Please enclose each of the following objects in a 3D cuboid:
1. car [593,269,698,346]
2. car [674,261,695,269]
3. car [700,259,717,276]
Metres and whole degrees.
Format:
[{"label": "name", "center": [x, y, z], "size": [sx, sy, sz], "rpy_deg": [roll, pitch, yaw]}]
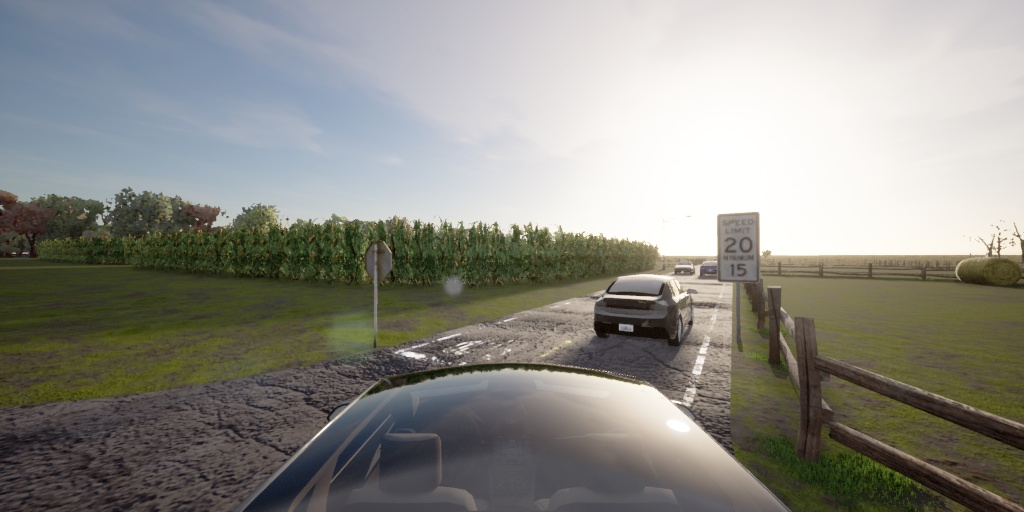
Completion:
[{"label": "car", "center": [3.659, 1.257, 9.571], "size": [1.837, 1.490, 4.892], "rpy_deg": [0, 0, 32]}, {"label": "car", "center": [19.808, 1.323, 40.971], "size": [2.033, 1.411, 5.357], "rpy_deg": [0, 0, 32]}, {"label": "car", "center": [20.173, 1.237, 36.224], "size": [1.882, 1.535, 5.008], "rpy_deg": [0, 0, 32]}]
